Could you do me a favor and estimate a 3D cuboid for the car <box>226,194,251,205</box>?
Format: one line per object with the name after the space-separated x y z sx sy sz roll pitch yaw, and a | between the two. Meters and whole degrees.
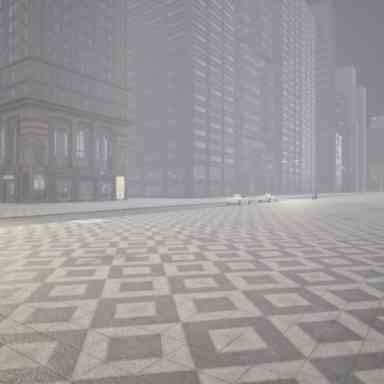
6.361 1.052 45.418 1.812 1.442 4.674 0 1 36 | car

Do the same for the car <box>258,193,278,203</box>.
12.291 0.958 53.822 1.812 1.442 4.674 0 1 35 | car
